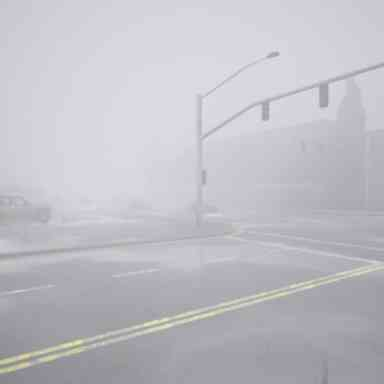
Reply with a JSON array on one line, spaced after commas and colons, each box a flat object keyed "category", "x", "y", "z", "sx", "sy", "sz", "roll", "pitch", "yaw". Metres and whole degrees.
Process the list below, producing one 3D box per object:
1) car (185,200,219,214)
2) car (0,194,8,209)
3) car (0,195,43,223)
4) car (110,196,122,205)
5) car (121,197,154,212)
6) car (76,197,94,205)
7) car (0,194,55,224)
[{"category": "car", "x": 0.989, "y": 1.535, "z": 34.863, "sx": 1.994, "sy": 1.385, "sz": 4.181, "roll": 0, "pitch": 0, "yaw": -34}, {"category": "car", "x": -24.410, "y": 1.153, "z": 39.972, "sx": 3.866, "sy": 1.878, "sz": 1.905, "roll": 0, "pitch": 0, "yaw": -35}, {"category": "car", "x": -13.040, "y": 1.152, "z": 23.978, "sx": 3.866, "sy": 1.878, "sz": 1.905, "roll": 0, "pitch": 0, "yaw": -35}, {"category": "car", "x": -11.844, "y": 1.478, "z": 54.027, "sx": 1.837, "sy": 1.490, "sz": 4.892, "roll": 0, "pitch": 0, "yaw": -33}, {"category": "car", "x": -6.222, "y": 1.481, "z": 39.294, "sx": 1.837, "sy": 1.490, "sz": 4.892, "roll": 0, "pitch": 0, "yaw": -34}, {"category": "car", "x": -18.661, "y": 1.576, "z": 58.020, "sx": 1.895, "sy": 1.301, "sz": 4.718, "roll": 0, "pitch": 0, "yaw": -34}, {"category": "car", "x": -11.412, "y": 1.149, "z": 21.584, "sx": 4.605, "sy": 1.855, "sz": 1.932, "roll": 0, "pitch": 0, "yaw": -35}]
